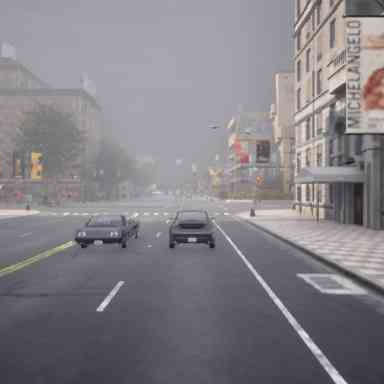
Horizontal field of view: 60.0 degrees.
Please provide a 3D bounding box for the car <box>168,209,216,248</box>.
[{"bbox_3d":[-0.001,1.514,14.660,1.837,1.490,4.892,0,0,0],"label":"car"}]

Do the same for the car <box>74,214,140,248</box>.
[{"bbox_3d":[-3.501,1.614,14.683,1.895,1.301,4.718,0,0,0],"label":"car"}]
